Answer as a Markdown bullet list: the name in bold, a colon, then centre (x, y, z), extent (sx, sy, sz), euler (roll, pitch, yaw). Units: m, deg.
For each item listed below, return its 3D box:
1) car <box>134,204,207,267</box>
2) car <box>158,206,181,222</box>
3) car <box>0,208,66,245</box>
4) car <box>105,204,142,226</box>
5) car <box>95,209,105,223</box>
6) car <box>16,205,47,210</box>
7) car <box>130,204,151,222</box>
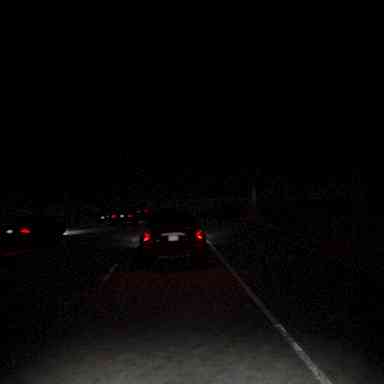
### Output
- **car**: centre (-0.715, 1.412, 12.018), extent (2.097, 1.767, 4.553), euler (-1, 0, -4)
- **car**: centre (-2.192, 2.123, 32.072), extent (1.994, 1.385, 4.181), euler (-1, -3, -4)
- **car**: centre (-8.099, 1.795, 17.003), extent (2.033, 1.411, 5.357), euler (-1, 0, -4)
- **car**: centre (-5.325, 1.934, 26.930), extent (2.033, 1.411, 5.357), euler (-1, -2, -4)
- **car**: centre (-9.607, 2.668, 37.518), extent (1.837, 1.490, 4.892), euler (-1, -5, -4)
- **car**: centre (-16.549, 2.323, 34.252), extent (2.150, 2.045, 5.566), euler (-1, -4, -4)
- **car**: centre (-6.436, 2.727, 42.090), extent (2.150, 2.045, 5.566), euler (-1, -6, -4)
